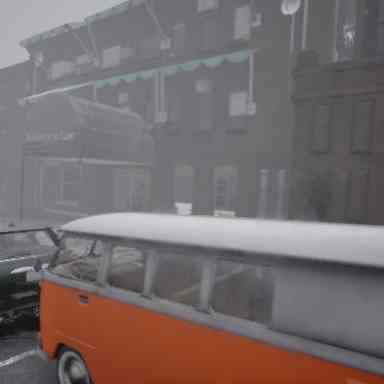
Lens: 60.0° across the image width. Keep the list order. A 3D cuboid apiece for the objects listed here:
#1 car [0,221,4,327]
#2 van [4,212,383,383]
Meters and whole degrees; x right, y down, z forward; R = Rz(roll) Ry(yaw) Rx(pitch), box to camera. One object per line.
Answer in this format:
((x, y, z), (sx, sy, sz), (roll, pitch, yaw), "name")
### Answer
((-4.219, 1.342, 6.535), (4.553, 1.767, 2.185), (0, 0, 35), "car")
((0.161, 1.251, 3.415), (4.442, 1.987, 1.878), (0, 0, 35), "van")
